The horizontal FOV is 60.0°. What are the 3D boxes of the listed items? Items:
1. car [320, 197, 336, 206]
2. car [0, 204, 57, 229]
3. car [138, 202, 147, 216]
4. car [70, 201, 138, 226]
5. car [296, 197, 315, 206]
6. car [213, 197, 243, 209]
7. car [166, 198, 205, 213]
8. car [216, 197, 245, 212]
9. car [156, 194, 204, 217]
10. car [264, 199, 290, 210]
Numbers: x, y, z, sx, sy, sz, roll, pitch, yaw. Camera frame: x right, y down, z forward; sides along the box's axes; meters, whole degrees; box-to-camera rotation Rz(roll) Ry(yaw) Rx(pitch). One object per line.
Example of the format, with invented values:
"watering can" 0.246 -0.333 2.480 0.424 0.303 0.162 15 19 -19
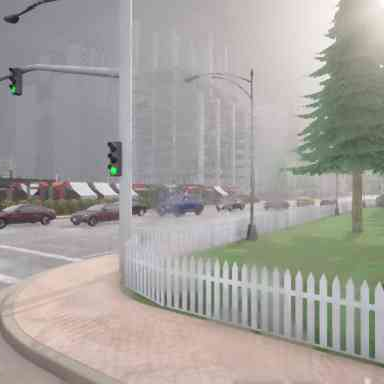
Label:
"car" 21.080 1.526 51.264 1.812 1.442 4.674 0 0 34
"car" -11.415 1.526 22.169 1.812 1.442 4.674 0 0 36
"car" -6.196 1.478 29.914 1.882 1.535 5.008 0 0 34
"car" -6.300 1.526 23.458 1.812 1.442 4.674 0 0 34
"car" 18.250 1.478 53.326 1.882 1.535 5.008 0 0 34
"car" 5.160 1.491 46.696 2.128 1.511 4.902 0 0 34
"car" -0.654 1.491 38.128 2.128 1.511 4.902 0 0 34
"car" 4.645 1.491 39.718 2.128 1.511 4.902 0 0 34
"car" -0.990 1.221 31.378 2.150 2.045 5.566 0 0 34
"car" 10.870 1.548 42.353 2.033 1.411 5.357 0 0 33
